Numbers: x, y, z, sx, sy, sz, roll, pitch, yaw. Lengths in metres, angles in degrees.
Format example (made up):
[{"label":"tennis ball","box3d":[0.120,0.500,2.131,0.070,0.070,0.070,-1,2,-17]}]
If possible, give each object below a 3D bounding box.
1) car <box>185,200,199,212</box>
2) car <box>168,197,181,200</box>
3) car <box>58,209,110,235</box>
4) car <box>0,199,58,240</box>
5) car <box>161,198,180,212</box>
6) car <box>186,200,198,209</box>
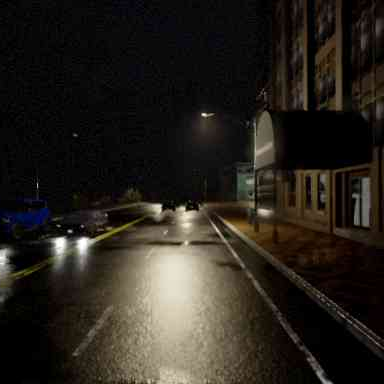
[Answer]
[{"label":"car","box3d":[0.034,2.045,47.185,1.994,1.385,4.181,0,-1,0]},{"label":"car","box3d":[-3.208,1.803,57.222,2.150,2.045,5.566,0,-1,0]},{"label":"car","box3d":[-6.528,1.759,20.527,2.033,1.411,5.357,0,-1,1]},{"label":"car","box3d":[-9.794,1.413,18.421,2.150,2.045,5.566,0,-1,0]},{"label":"car","box3d":[-3.216,1.968,46.771,2.128,1.511,4.902,0,-1,0]},{"label":"car","box3d":[0.042,2.129,57.187,2.033,1.411,5.357,0,-1,0]}]
